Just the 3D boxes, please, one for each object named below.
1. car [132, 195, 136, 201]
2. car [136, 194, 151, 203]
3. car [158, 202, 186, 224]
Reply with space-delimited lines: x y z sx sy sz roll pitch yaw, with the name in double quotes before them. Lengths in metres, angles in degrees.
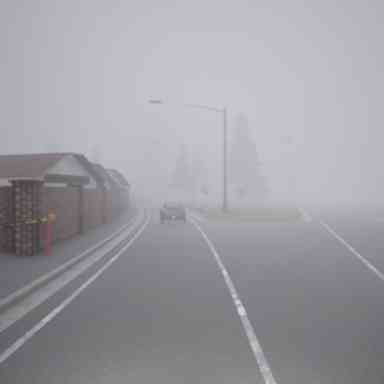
"car" -12.452 1.314 76.388 1.882 1.535 5.008 0 0 -20
"car" -9.536 1.559 67.128 1.994 1.385 4.181 0 0 -17
"car" -1.497 1.487 25.027 2.128 1.511 4.902 0 0 -6
